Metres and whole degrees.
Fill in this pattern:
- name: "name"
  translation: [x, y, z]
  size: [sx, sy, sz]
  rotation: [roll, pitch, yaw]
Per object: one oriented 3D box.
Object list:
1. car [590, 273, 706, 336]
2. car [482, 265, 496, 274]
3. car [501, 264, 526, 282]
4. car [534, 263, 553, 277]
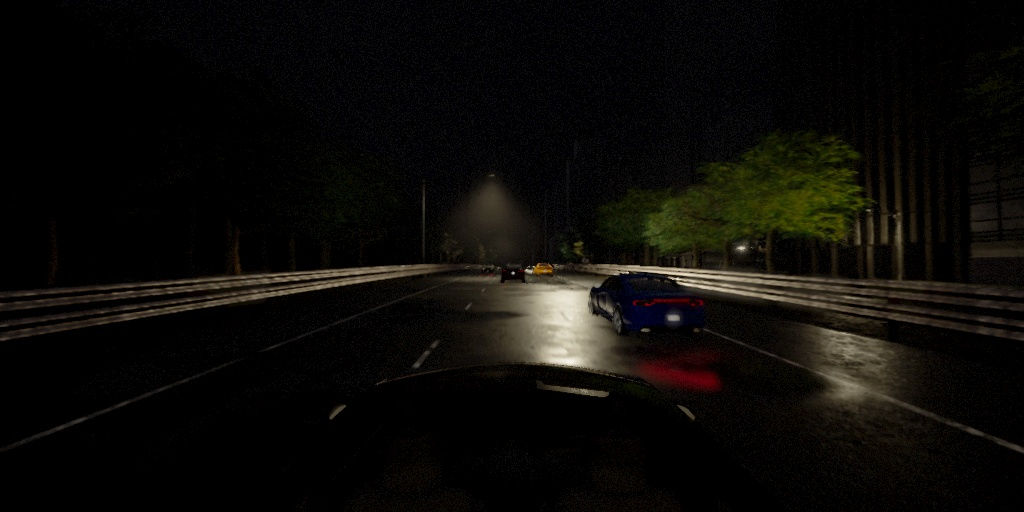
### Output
- name: "car"
  translation: [3.602, 1.238, 10.466]
  size: [1.882, 1.535, 5.008]
  rotation: [0, 0, 0]
- name: "car"
  translation: [-3.402, 1.953, 53.354]
  size: [1.895, 1.301, 4.718]
  rotation: [0, -1, 0]
- name: "car"
  translation: [0.098, 1.436, 30.720]
  size: [2.163, 1.488, 4.792]
  rotation: [0, -1, 0]
- name: "car"
  translation: [3.601, 1.596, 41.794]
  size: [1.882, 1.535, 5.008]
  rotation: [0, -1, 0]
